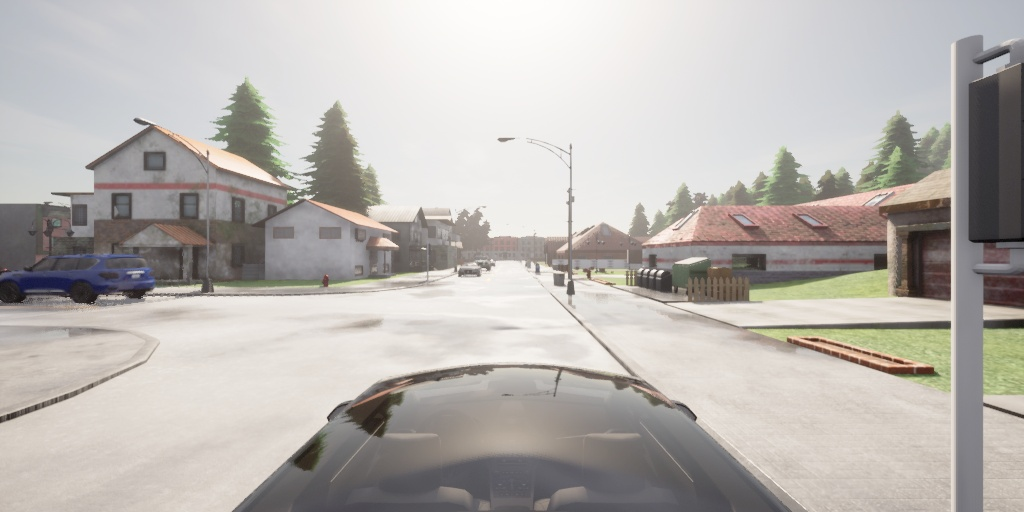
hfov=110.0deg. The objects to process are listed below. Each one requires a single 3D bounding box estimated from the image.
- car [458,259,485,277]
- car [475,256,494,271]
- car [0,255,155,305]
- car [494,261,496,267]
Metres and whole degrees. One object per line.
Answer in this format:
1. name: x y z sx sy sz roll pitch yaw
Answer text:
1. car: -4.089 1.312 35.454 1.994 1.385 4.181 0 0 0
2. car: -4.081 0.966 48.820 2.150 2.045 5.566 0 0 0
3. car: -19.010 0.970 15.758 5.566 2.045 2.150 0 0 4
4. car: -3.983 1.310 64.780 1.994 1.385 4.181 0 0 0
